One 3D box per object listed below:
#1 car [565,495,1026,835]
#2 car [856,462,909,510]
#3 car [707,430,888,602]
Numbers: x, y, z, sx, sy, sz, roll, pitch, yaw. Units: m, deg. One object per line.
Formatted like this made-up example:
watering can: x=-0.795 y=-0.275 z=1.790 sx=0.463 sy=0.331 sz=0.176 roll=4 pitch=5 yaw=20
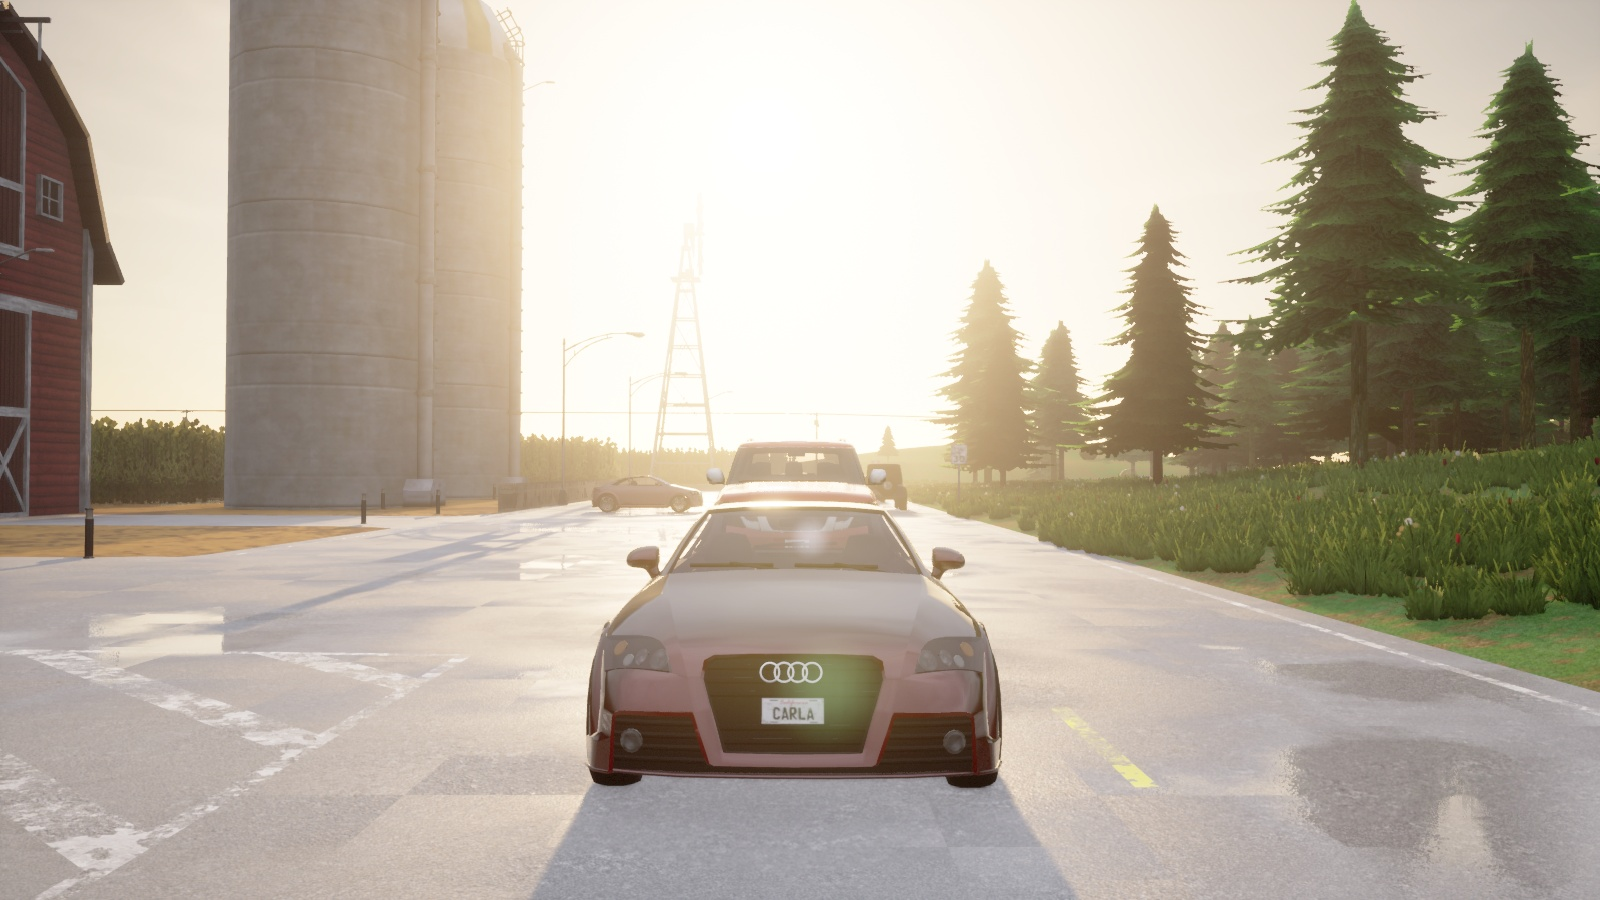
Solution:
car: x=-0.017 y=1.005 z=7.538 sx=1.994 sy=1.385 sz=4.181 roll=0 pitch=-1 yaw=0
car: x=3.366 y=1.461 z=51.599 sx=1.905 sy=1.878 sz=3.866 roll=0 pitch=-1 yaw=0
car: x=-0.049 y=0.832 z=17.781 sx=2.150 sy=2.045 sz=5.566 roll=0 pitch=-1 yaw=0
